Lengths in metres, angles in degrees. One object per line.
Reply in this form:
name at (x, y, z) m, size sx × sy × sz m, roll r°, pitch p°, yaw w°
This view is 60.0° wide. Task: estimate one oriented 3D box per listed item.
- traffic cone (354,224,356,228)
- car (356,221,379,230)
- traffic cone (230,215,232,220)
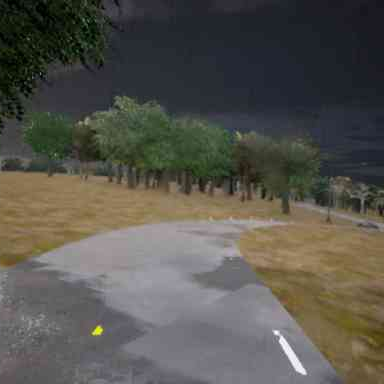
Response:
traffic cone at (29.117, 6.066, 59.666) m, size 0.340 × 0.580 × 0.340 m, roll 7°, pitch -3°, yaw -27°
car at (30.665, 5.767, 58.156) m, size 4.181 × 1.385 × 1.994 m, roll 7°, pitch -3°, yaw -29°
traffic cone at (4.821, 3.127, 40.792) m, size 0.340 × 0.580 × 0.340 m, roll 3°, pitch -2°, yaw 35°
